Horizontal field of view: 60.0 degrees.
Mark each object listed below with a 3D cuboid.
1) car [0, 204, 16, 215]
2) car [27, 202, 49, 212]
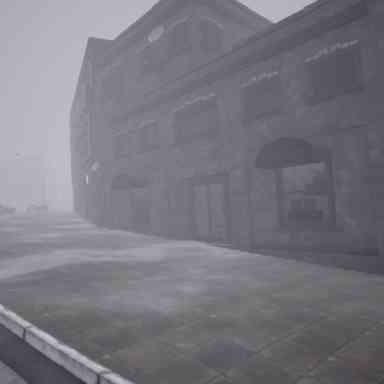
[{"bbox_3d":[-23.213,2.148,40.301,1.895,1.301,4.718,-3,-1,-4],"label":"car"},{"bbox_3d":[-23.988,2.274,51.732,1.812,1.442,4.674,-3,-1,-2],"label":"car"}]
